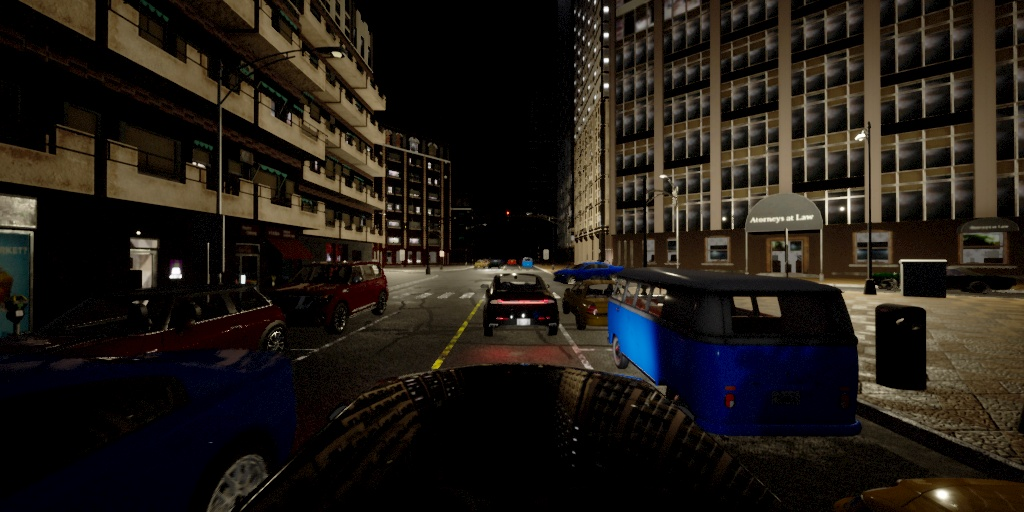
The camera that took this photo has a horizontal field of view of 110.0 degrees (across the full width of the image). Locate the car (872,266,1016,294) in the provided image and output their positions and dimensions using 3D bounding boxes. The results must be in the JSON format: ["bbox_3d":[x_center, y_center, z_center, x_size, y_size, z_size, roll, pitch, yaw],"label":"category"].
[{"bbox_3d":[21.102,1.166,18.063,4.718,1.301,1.895,-1,-1,41],"label":"car"}]

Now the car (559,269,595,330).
[{"bbox_3d":[2.568,1.278,10.912,1.751,1.417,4.829,0,0,0],"label":"car"}]

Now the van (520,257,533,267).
[{"bbox_3d":[2.580,1.167,59.735,1.690,1.789,3.998,0,0,0],"label":"van"}]

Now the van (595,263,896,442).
[{"bbox_3d":[2.567,1.092,5.205,1.690,1.789,3.998,0,0,0],"label":"van"}]

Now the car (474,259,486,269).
[{"bbox_3d":[-5.301,1.351,59.567,1.751,1.417,4.829,0,0,0],"label":"car"}]

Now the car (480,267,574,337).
[{"bbox_3d":[0.135,1.244,10.347,2.128,1.511,4.902,0,0,-3],"label":"car"}]

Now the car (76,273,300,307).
[{"bbox_3d":[-5.314,1.191,5.202,1.967,1.591,4.097,0,0,0],"label":"car"}]

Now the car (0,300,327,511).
[{"bbox_3d":[-2.796,1.227,1.000,1.882,1.535,5.008,0,0,1],"label":"car"}]

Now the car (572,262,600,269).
[{"bbox_3d":[5.330,1.174,25.159,5.008,1.535,1.882,-1,0,-11],"label":"car"}]

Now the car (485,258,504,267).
[{"bbox_3d":[-2.803,1.425,58.826,1.895,1.301,4.718,0,0,2],"label":"car"}]

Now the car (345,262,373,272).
[{"bbox_3d":[-21.763,1.535,50.993,4.181,1.385,1.994,-1,-1,41],"label":"car"}]

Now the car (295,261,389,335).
[{"bbox_3d":[-5.312,1.068,10.737,2.192,1.841,5.009,0,0,0],"label":"car"}]
